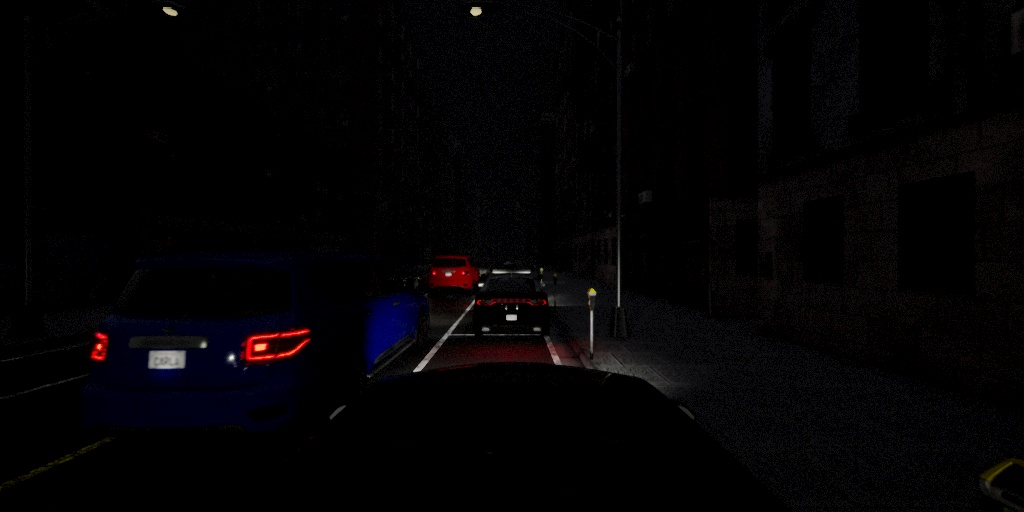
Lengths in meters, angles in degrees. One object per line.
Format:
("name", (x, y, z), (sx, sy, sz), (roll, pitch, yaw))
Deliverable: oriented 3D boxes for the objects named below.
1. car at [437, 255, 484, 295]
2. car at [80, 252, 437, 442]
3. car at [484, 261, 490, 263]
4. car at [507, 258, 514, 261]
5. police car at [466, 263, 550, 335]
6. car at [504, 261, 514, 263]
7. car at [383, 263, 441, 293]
("car", (-3.019, 0.971, 19.705), (2.150, 2.045, 5.566), (0, 0, 0))
("car", (-2.925, 0.971, 5.730), (2.150, 2.045, 5.566), (0, 0, 0))
("car", (-2.928, 1.349, 31.853), (1.895, 1.301, 4.718), (0, 0, 0))
("car", (-0.383, 1.269, 39.031), (1.751, 1.417, 4.829), (0, 0, 0))
("police car", (-0.012, 1.175, 10.610), (1.930, 1.638, 5.238), (0, 0, 0))
("car", (-0.383, 1.315, 28.035), (1.948, 1.339, 4.313), (0, 0, 0))
("car", (-5.870, 1.241, 21.716), (2.128, 1.511, 4.902), (0, 0, 0))
